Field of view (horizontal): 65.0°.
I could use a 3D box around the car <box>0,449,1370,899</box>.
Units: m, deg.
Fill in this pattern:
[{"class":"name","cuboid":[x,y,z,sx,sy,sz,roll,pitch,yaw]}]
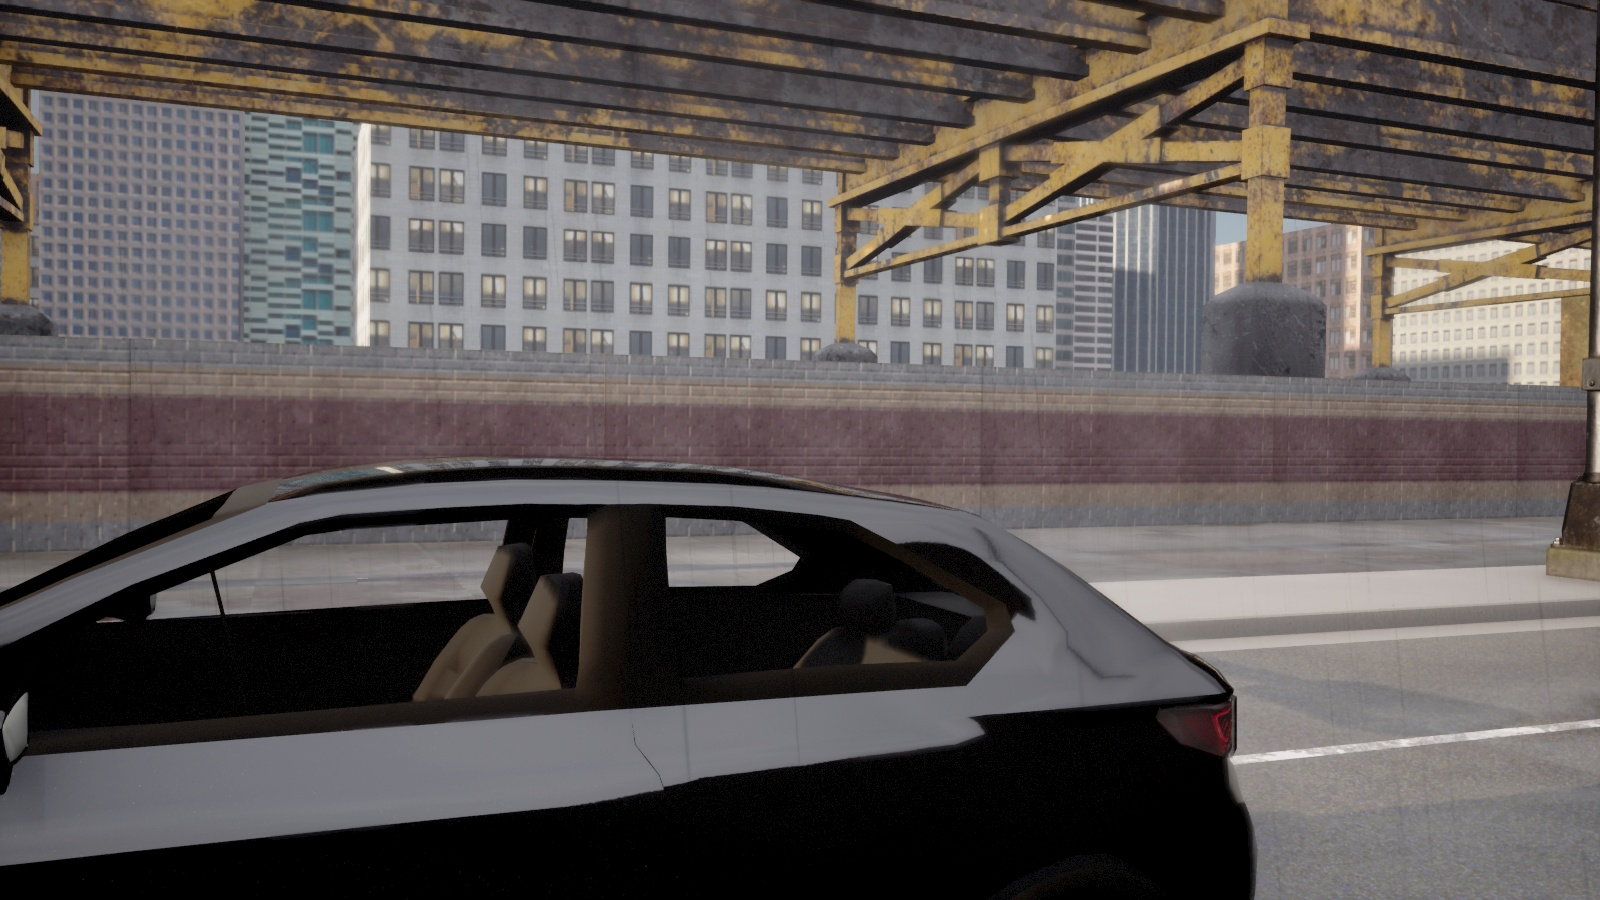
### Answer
[{"class":"car","cuboid":[-1.042,0.777,2.843,4.193,1.474,1.816,-1,1,-21]}]
